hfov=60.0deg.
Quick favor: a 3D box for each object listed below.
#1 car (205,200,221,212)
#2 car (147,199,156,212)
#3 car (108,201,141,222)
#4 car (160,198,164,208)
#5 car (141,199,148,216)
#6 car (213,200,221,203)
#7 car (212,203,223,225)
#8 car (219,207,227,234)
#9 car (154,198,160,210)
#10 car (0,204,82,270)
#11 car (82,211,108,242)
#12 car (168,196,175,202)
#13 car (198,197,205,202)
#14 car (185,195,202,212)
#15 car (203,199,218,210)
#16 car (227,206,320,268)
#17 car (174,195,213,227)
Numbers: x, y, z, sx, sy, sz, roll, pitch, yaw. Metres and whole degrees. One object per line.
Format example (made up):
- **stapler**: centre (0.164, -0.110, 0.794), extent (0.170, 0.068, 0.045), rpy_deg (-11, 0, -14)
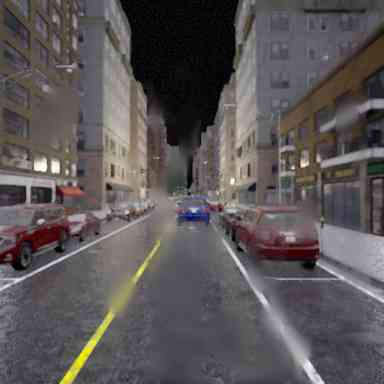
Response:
- **car**: centre (2.707, 1.797, 44.408), extent (1.887, 1.381, 4.507), rpy_deg (0, 0, 0)
- **car**: centre (-5.823, 1.769, 38.914), extent (2.008, 1.369, 4.403), rpy_deg (0, 0, 0)
- **car**: centre (-5.829, 1.592, 27.928), extent (1.967, 1.590, 4.097), rpy_deg (1, 0, 0)
- **car**: centre (-5.811, 1.764, 55.393), extent (1.967, 1.590, 4.097), rpy_deg (0, 0, 0)
- **car**: centre (-5.827, 1.709, 33.251), extent (1.752, 1.417, 4.829), rpy_deg (0, 0, 0)
- **car**: centre (2.705, 1.763, 38.916), extent (1.887, 1.381, 4.507), rpy_deg (0, 0, 0)
- **car**: centre (2.695, 1.671, 22.442), extent (2.008, 1.369, 4.403), rpy_deg (0, 0, 0)
- **car**: centre (2.691, 1.655, 16.951), extent (1.947, 1.339, 4.313), rpy_deg (0, 0, 0)
- **car**: centre (-5.818, 1.693, 44.407), extent (1.967, 1.590, 4.097), rpy_deg (0, 0, 0)
- **car**: centre (-5.839, 1.375, 11.450), extent (2.192, 1.841, 5.009), rpy_deg (1, 0, 0)
- **car**: centre (-5.838, 1.672, 16.942), extent (1.802, 1.307, 4.206), rpy_deg (1, 0, 0)
- **car**: centre (-5.920, 2.148, 93.753), extent (2.008, 1.369, 4.403), rpy_deg (0, 0, 0)
- **car**: centre (2.605, 2.142, 93.825), extent (1.887, 1.381, 4.507), rpy_deg (0, 0, 0)
- **car**: centre (0.133, 1.471, 43.974), extent (2.150, 2.045, 5.566), rpy_deg (0, 0, 0)
- **car**: centre (2.711, 1.839, 49.899), extent (2.008, 1.369, 4.403), rpy_deg (0, 0, 0)
- **car**: centre (2.690, 1.375, 11.461), extent (2.192, 1.841, 5.009), rpy_deg (1, 0, 0)
- **car**: centre (0.120, 1.349, 23.913), extent (2.150, 2.045, 5.566), rpy_deg (0, -1, 0)
